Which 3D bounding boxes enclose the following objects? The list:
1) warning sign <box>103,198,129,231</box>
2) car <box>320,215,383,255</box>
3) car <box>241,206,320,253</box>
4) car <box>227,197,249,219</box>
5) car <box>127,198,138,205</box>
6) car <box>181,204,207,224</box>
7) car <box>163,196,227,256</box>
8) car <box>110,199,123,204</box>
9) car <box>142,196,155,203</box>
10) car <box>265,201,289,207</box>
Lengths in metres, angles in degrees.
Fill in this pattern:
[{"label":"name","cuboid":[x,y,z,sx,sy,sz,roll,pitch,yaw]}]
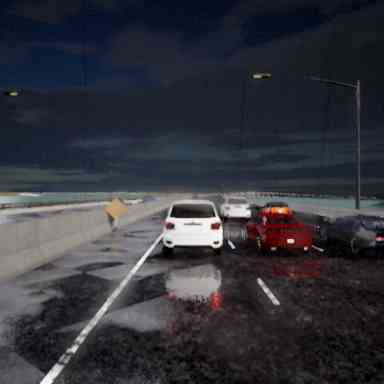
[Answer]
[{"label":"warning sign","cuboid":[-4.482,1.299,19.686,1.300,1.860,1.060,0,-1,0]},{"label":"car","cuboid":[7.039,1.678,13.848,2.033,1.411,5.357,0,0,0]},{"label":"car","cuboid":[3.547,1.613,14.359,1.882,1.535,5.008,0,0,1]},{"label":"car","cuboid":[3.659,1.481,28.840,2.150,2.045,5.566,0,0,1]},{"label":"car","cuboid":[-13.024,2.151,72.950,1.812,1.442,4.674,0,0,1]},{"label":"car","cuboid":[0.159,1.812,28.857,2.033,1.411,5.357,0,0,1]},{"label":"car","cuboid":[0.039,1.348,13.902,2.150,2.045,5.566,0,0,0]},{"label":"car","cuboid":[-16.523,2.168,73.053,2.033,1.411,5.357,0,0,1]},{"label":"car","cuboid":[-9.527,1.851,72.822,2.150,2.045,5.566,0,0,1]},{"label":"car","cuboid":[7.160,1.614,28.865,2.097,1.767,4.553,0,-1,1]}]
